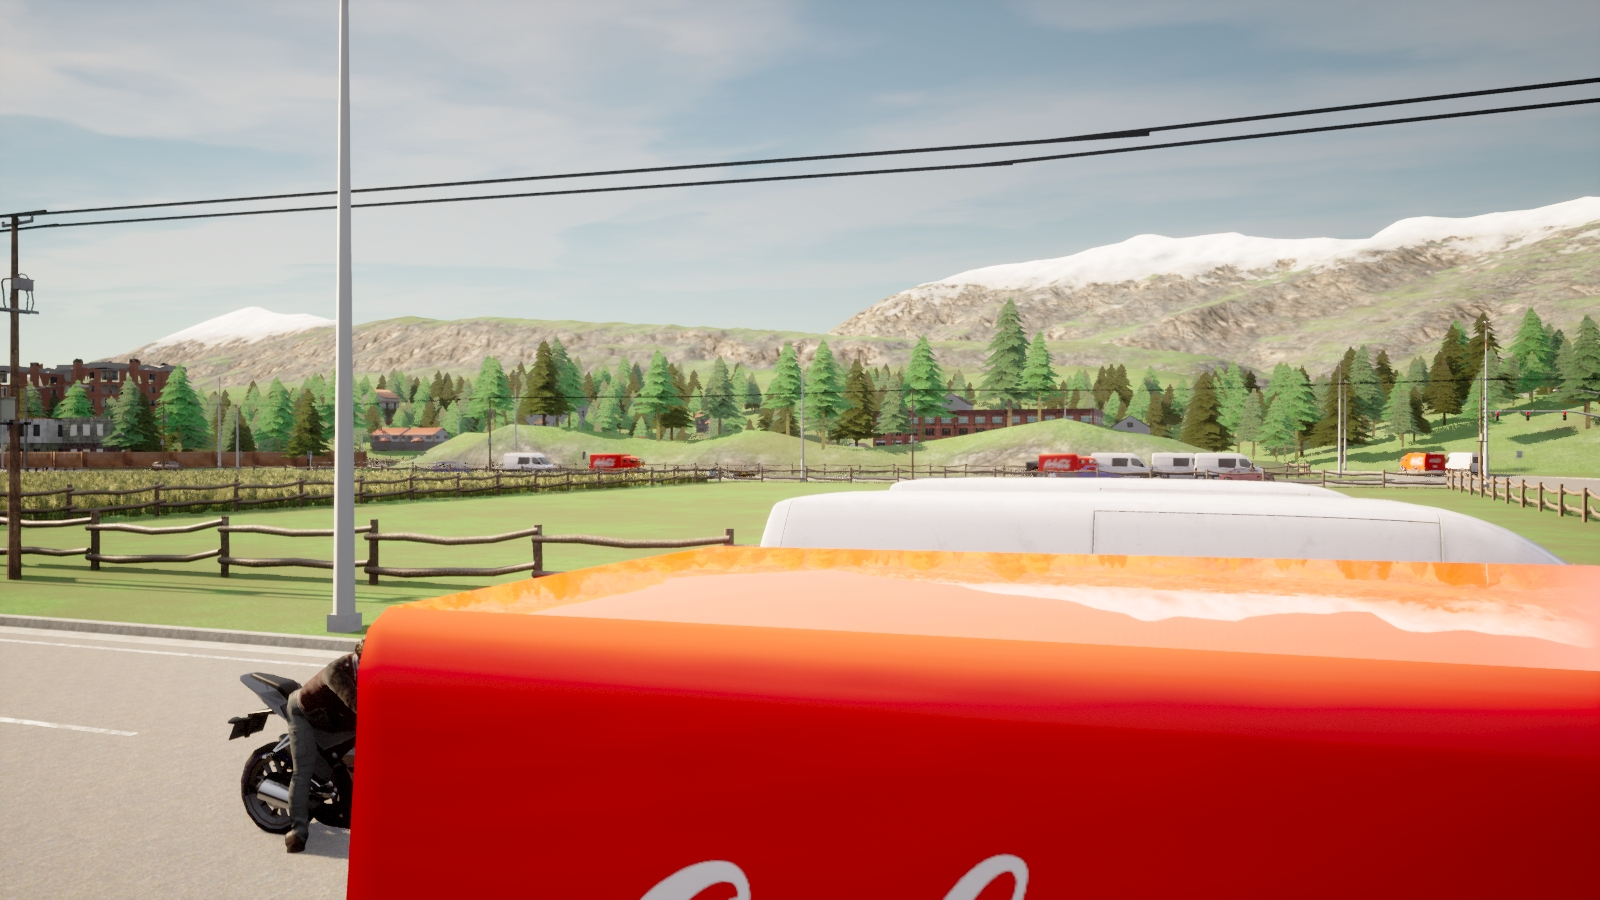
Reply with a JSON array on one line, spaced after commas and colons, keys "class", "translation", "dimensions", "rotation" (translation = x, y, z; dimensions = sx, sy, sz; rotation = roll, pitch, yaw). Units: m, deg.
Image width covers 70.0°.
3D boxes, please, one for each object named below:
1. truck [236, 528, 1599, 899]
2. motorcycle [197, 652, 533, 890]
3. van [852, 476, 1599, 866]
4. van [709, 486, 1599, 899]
[{"class": "truck", "translation": [1.689, 1.568, 2.754], "dimensions": [5.204, 2.467, 2.627], "rotation": [0, 0, 21]}, {"class": "motorcycle", "translation": [-3.100, 2.208, 8.150], "dimensions": [2.209, 1.251, 0.867], "rotation": [0, 0, 20]}, {"class": "van", "translation": [3.552, 1.535, 9.450], "dimensions": [5.915, 2.561, 1.988], "rotation": [0, 0, 20]}, {"class": "van", "translation": [2.633, 1.535, 6.060], "dimensions": [5.915, 2.561, 1.988], "rotation": [0, 0, 20]}]
